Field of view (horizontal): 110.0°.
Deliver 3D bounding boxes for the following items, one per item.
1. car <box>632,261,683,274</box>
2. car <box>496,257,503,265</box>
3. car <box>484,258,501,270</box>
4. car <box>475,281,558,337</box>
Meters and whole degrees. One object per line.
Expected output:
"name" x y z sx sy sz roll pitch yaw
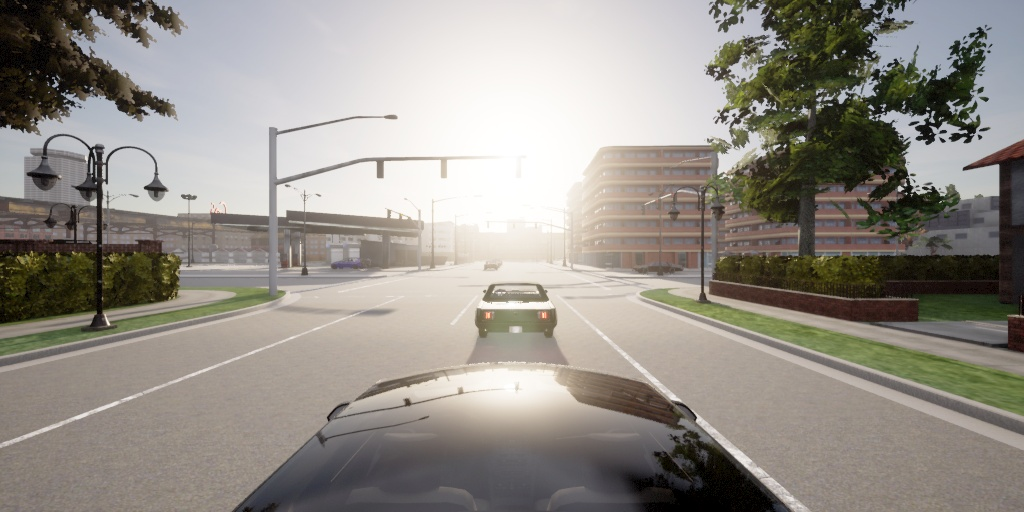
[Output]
"car" 16.639 1.297 41.043 5.357 1.411 2.033 0 0 1
"car" -3.146 1.314 62.473 1.994 1.385 4.181 0 0 0
"car" -3.054 1.351 52.558 1.895 1.301 4.718 0 0 -1
"car" 0.098 1.351 10.227 1.895 1.301 4.718 0 0 0
